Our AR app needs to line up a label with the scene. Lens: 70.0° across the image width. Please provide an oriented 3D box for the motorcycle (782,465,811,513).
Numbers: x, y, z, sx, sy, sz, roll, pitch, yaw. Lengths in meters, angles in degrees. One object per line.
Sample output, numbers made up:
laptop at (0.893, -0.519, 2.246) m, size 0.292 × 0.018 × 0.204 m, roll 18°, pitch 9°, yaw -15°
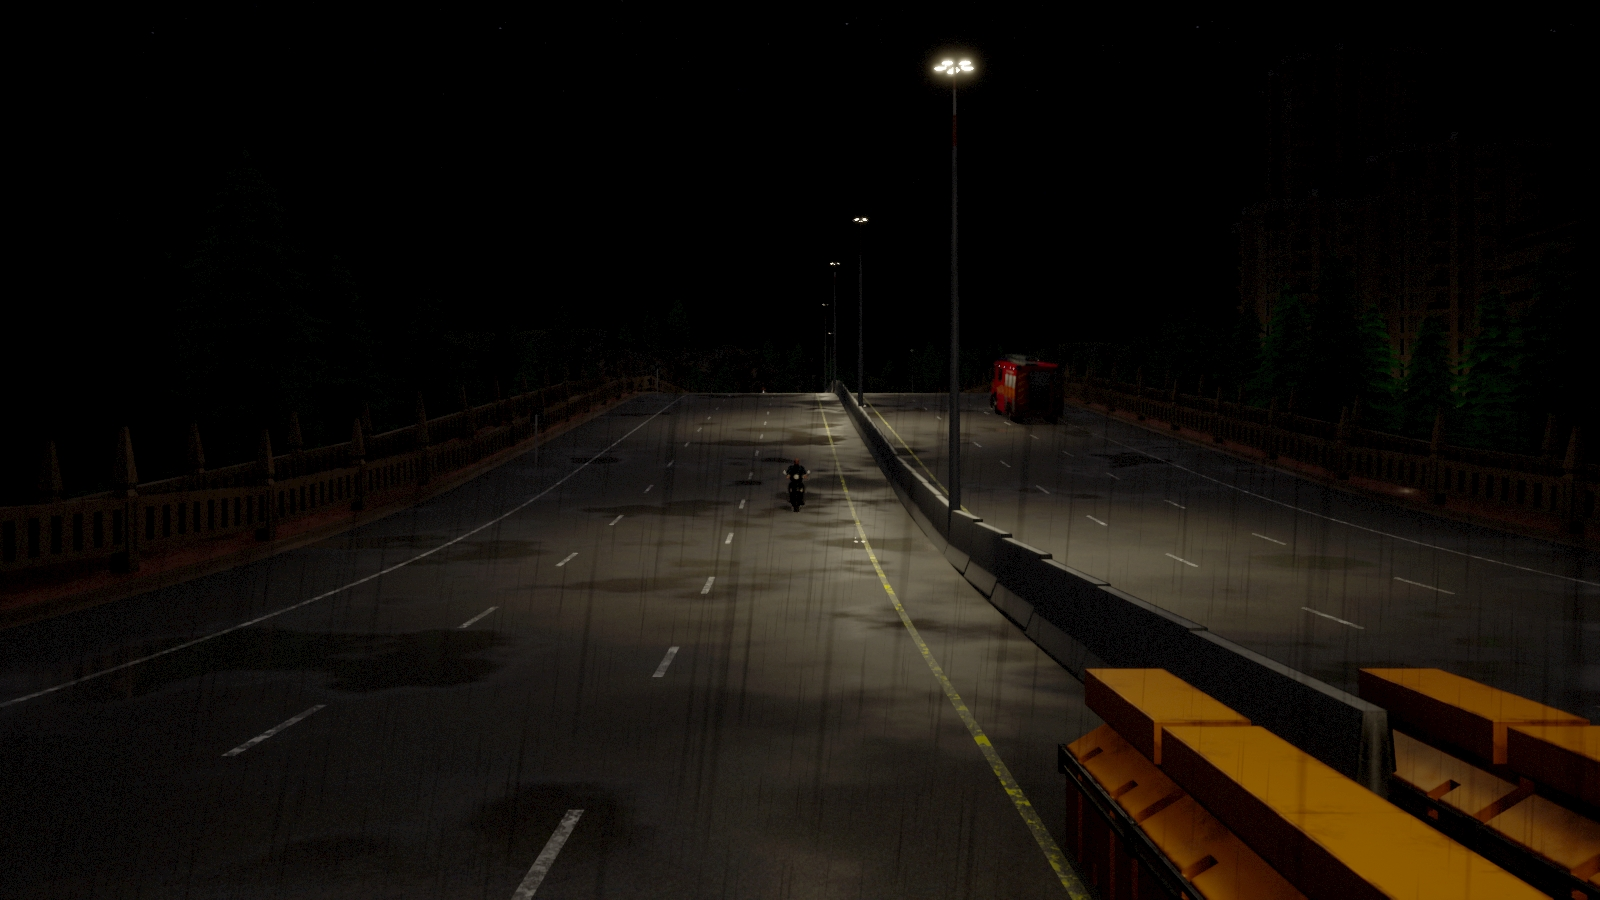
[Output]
motorcycle at (-0.109, 1.195, 35.716) m, size 0.856 × 1.316 × 1.805 m, roll 0°, pitch 5°, yaw 0°
